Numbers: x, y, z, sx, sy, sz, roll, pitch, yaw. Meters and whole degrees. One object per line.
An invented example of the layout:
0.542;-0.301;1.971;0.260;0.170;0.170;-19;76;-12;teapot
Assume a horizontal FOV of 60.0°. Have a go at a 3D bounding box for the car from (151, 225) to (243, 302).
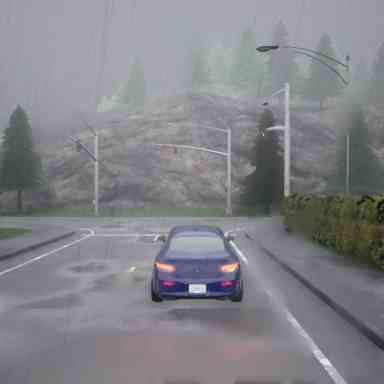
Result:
0.107;1.526;8.130;1.812;1.442;4.674;0;0;0;car
